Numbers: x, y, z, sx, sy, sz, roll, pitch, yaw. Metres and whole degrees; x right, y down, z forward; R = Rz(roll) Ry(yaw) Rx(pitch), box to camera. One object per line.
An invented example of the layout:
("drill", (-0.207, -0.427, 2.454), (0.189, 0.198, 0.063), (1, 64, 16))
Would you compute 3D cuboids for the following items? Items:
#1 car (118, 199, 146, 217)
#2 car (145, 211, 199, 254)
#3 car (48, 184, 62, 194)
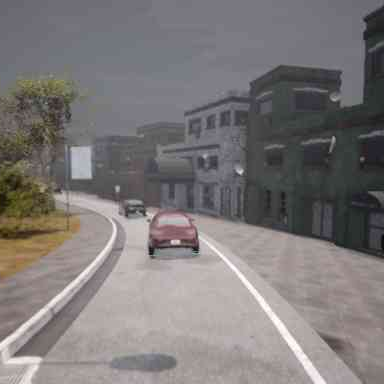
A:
("car", (-5.516, 1.406, 30.326), (1.837, 1.490, 4.892), (-1, 1, -22))
("car", (-0.839, 1.504, 13.375), (1.812, 1.442, 4.674), (0, 0, -7))
("car", (-27.280, -0.649, 65.486), (2.150, 2.045, 5.566), (-3, 5, -33))
